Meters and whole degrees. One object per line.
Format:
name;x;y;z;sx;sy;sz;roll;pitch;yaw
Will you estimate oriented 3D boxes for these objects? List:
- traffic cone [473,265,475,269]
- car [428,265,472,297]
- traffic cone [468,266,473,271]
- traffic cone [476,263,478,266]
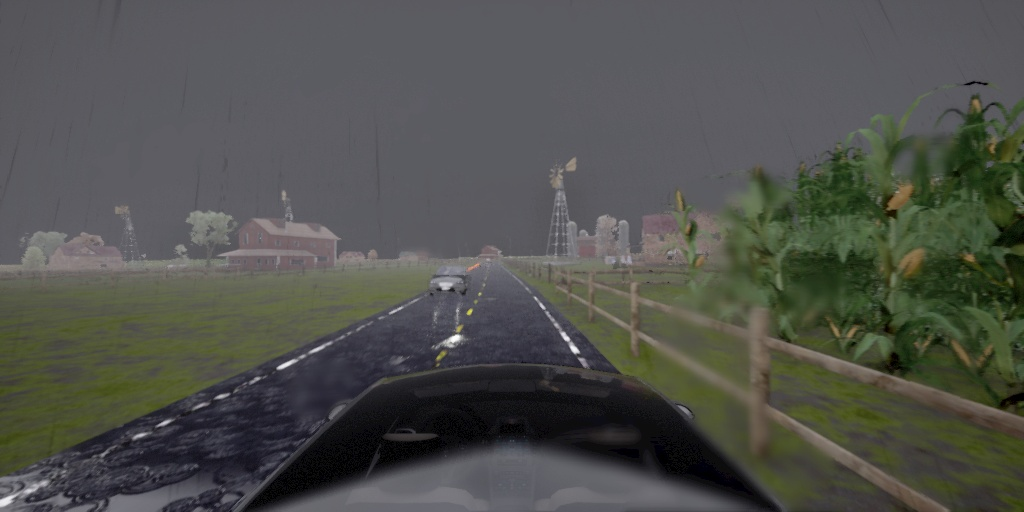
traffic cone;-6.073;1.799;53.333;0.340;0.580;0.340;0;0;-3
car;-3.212;1.253;19.275;2.128;1.511;4.902;0;0;-2
traffic cone;-5.777;1.786;48.342;0.340;0.580;0.340;0;0;-3
traffic cone;-6.664;1.824;63.317;0.340;0.580;0.340;0;0;-3
